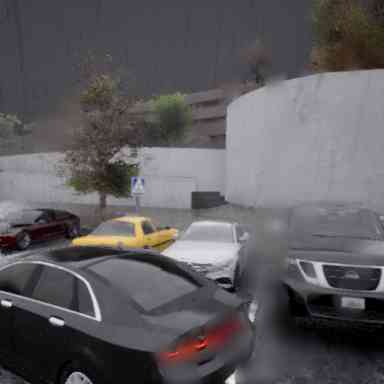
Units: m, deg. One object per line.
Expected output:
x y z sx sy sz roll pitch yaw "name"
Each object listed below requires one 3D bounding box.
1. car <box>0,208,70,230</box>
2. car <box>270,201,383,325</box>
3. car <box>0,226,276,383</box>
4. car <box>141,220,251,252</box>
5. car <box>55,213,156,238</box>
-6.788 1.460 14.295 2.163 1.488 4.792 1 0 15 "car"
2.996 1.237 7.319 2.435 2.045 5.566 1 0 16 "car"
-1.589 1.497 4.513 4.892 1.490 1.837 0 0 35 "car"
0.553 1.516 9.095 2.002 1.452 4.674 1 0 15 "car"
-1.851 1.463 11.015 1.946 1.575 5.366 0 -1 16 "car"
